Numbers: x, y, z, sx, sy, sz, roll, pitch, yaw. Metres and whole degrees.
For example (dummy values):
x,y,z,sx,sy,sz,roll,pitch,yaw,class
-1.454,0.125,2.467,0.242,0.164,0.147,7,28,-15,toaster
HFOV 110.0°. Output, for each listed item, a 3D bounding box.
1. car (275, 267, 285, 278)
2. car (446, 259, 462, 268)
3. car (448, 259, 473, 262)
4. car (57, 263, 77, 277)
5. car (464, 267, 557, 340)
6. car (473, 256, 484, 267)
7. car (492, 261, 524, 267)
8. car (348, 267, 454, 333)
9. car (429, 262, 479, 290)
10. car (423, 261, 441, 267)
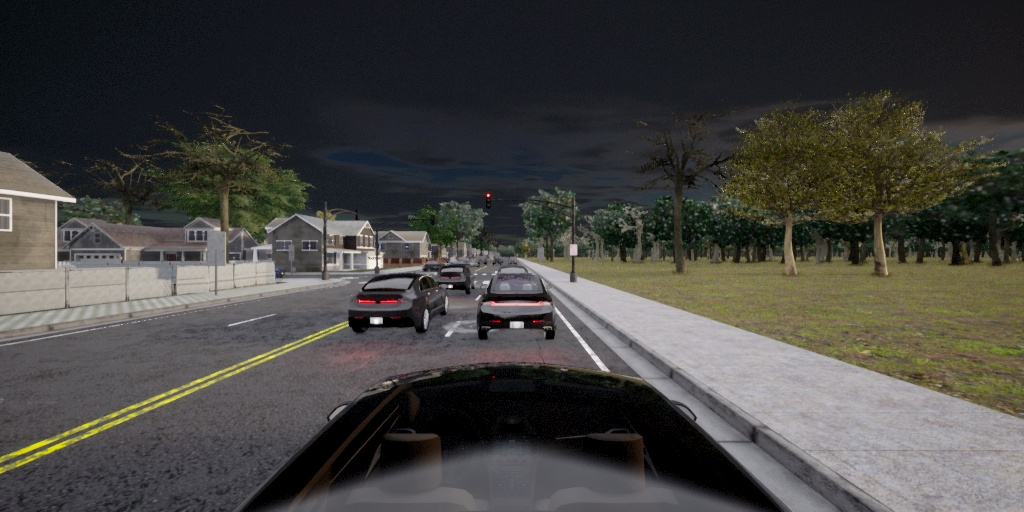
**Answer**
x,y,z,sx,sy,sz,roll,pitch,yaw,class
-22.707,1.257,31.575,5.008,1.535,1.882,0,0,0,car
-9.750,1.253,60.510,1.812,1.442,4.674,0,0,1,car
-6.541,1.288,45.147,2.033,1.411,5.357,0,0,0,car
-39.671,1.334,31.658,4.674,1.442,1.812,0,0,0,car
0.110,1.241,9.986,2.128,1.511,4.902,0,0,0,car
-6.502,1.218,60.269,2.128,1.511,4.902,0,0,0,car
0.052,1.227,19.388,1.882,1.535,5.008,0,0,1,car
-3.137,1.254,10.736,1.837,1.490,4.892,0,0,0,car
-3.114,1.254,20.070,1.837,1.490,4.892,0,0,-1,car
-9.802,1.288,45.154,2.033,1.411,5.357,0,0,1,car
